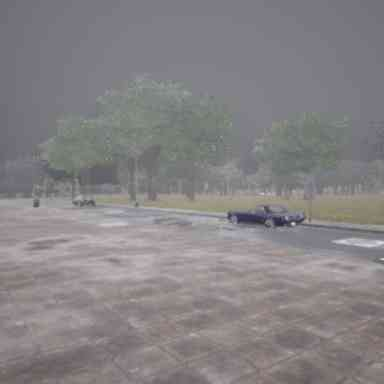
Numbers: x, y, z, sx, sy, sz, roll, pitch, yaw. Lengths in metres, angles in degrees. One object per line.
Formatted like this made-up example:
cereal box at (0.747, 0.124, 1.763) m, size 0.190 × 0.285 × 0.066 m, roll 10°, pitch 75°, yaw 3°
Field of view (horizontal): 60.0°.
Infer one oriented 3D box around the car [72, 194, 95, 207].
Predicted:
car at (-15.487, 1.176, 47.469) m, size 2.097 × 1.767 × 4.553 m, roll -2°, pitch 1°, yaw -35°

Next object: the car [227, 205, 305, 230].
car at (4.221, 1.415, 19.863) m, size 1.895 × 1.301 × 4.718 m, roll -2°, pitch 1°, yaw -36°
